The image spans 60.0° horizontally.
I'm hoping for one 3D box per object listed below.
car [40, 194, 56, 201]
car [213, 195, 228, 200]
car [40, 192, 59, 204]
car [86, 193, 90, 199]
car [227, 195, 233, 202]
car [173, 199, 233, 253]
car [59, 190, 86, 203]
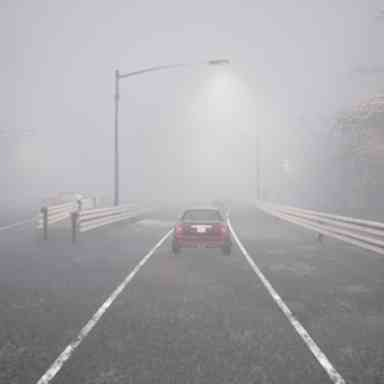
[{"bbox_3d":[-27.688,1.036,64.199,1.895,1.301,4.718,0,0,-10],"label":"car"},{"bbox_3d":[3.776,1.562,47.697,1.837,1.490,4.892,0,-2,9],"label":"car"},{"bbox_3d":[-21.654,1.068,51.237,1.812,1.442,4.674,0,0,-10],"label":"car"},{"bbox_3d":[-20.109,1.005,61.716,2.128,1.511,4.902,0,0,-10],"label":"car"},{"bbox_3d":[6.640,1.429,64.176,2.097,1.767,4.553,0,0,12],"label":"car"},{"bbox_3d":[0.432,1.368,13.881,2.097,1.767,4.553,0,0,3],"label":"car"},{"bbox_3d":[-17.848,0.795,49.882,2.150,2.045,5.566,0,0,-10],"label":"car"}]
